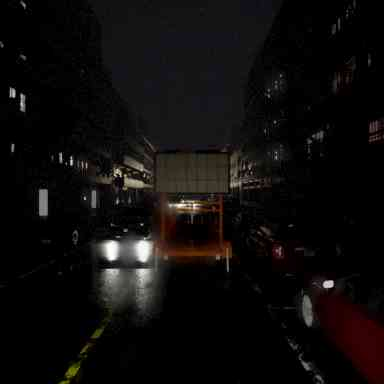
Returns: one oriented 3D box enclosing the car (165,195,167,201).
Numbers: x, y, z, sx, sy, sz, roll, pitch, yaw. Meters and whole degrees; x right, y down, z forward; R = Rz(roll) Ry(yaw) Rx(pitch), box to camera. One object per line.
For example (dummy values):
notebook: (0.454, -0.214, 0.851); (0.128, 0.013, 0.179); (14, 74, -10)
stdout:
car: (-5.673, 1.570, 54.657); (1.802, 1.307, 4.206); (0, 0, 0)

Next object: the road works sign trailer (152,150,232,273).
road works sign trailer: (0.003, 0.464, 10.692); (2.380, 3.560, 2.880); (0, 0, 0)

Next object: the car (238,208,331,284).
car: (2.694, 1.440, 9.559); (1.967, 1.590, 4.097); (0, 0, 0)

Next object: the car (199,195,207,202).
car: (2.715, 1.503, 77.365); (1.752, 1.417, 4.829); (0, 0, 0)

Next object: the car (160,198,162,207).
car: (-5.673, 1.305, 49.020); (2.192, 1.841, 5.009); (0, 0, 0)

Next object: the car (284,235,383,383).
car: (2.693, 1.545, 3.922); (1.887, 1.381, 4.507); (0, 0, 0)

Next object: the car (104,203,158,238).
car: (-3.095, 1.525, 17.853); (1.812, 1.442, 4.674); (0, 0, 0)

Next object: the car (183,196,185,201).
car: (-2.974, 1.478, 85.710); (1.837, 1.490, 4.892); (0, 0, 0)

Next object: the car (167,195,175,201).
car: (-5.662, 1.516, 88.475); (1.887, 1.381, 4.507); (0, 0, 0)

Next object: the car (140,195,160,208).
car: (-5.676, 1.432, 43.384); (1.967, 1.590, 4.097); (0, 0, 0)

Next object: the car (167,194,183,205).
car: (-3.060, 1.512, 58.959); (1.812, 1.442, 4.674); (0, 0, 0)

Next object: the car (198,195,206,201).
car: (2.719, 1.517, 88.468); (1.887, 1.381, 4.507); (0, 0, 0)

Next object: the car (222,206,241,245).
car: (2.696, 1.550, 15.195); (2.008, 1.369, 4.403); (0, 0, 0)

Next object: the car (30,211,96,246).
car: (-5.685, 1.565, 15.200); (1.947, 1.339, 4.313); (0, 0, 0)

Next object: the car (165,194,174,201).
car: (-5.663, 1.415, 82.838); (1.967, 1.590, 4.097); (0, 0, 0)

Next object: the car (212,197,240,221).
car: (2.701, 1.312, 26.468); (2.192, 1.841, 5.009); (0, 0, 0)
